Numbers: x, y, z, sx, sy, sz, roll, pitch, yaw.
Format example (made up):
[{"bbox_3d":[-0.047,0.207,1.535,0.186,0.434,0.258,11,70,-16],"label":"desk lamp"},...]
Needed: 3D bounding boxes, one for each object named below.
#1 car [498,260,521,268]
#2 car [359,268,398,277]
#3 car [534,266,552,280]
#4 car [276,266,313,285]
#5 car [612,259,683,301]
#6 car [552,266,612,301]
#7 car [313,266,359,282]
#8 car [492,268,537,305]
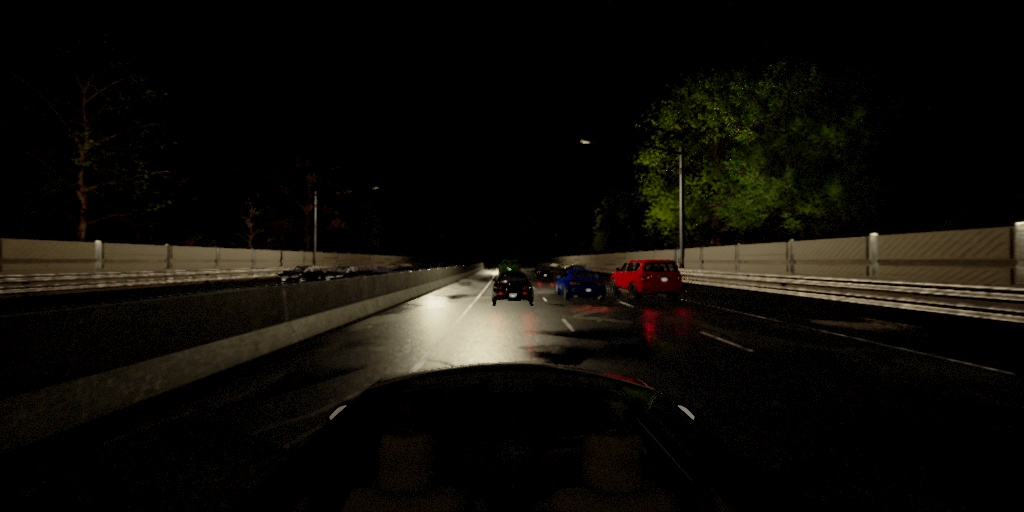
[{"bbox_3d":[-0.254,1.437,37.076,2.150,2.045,5.566,0,-1,-1],"label":"car"},{"bbox_3d":[-10.833,1.688,30.221,1.994,1.385,4.181,0,-1,-1],"label":"car"},{"bbox_3d":[3.240,1.751,37.723,1.812,1.442,4.674,0,-1,-1],"label":"car"},{"bbox_3d":[-17.841,1.617,30.428,2.128,1.511,4.902,0,-1,-1],"label":"car"},{"bbox_3d":[7.005,1.204,19.214,2.150,2.045,5.566,0,0,-1],"label":"car"},{"bbox_3d":[3.505,1.455,18.973,1.882,1.535,5.008,0,-1,0],"label":"car"},{"bbox_3d":[-14.339,1.618,30.475,2.128,1.511,4.902,0,-1,-1],"label":"car"},{"bbox_3d":[0.021,1.479,17.148,1.812,1.442,4.674,0,-1,0],"label":"car"}]
